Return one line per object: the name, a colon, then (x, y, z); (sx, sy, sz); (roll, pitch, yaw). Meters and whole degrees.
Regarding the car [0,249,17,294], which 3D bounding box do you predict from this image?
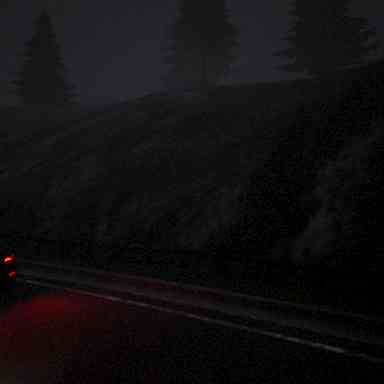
car: (-5.739, 1.499, 7.052); (4.674, 1.442, 1.812); (0, 0, 27)
